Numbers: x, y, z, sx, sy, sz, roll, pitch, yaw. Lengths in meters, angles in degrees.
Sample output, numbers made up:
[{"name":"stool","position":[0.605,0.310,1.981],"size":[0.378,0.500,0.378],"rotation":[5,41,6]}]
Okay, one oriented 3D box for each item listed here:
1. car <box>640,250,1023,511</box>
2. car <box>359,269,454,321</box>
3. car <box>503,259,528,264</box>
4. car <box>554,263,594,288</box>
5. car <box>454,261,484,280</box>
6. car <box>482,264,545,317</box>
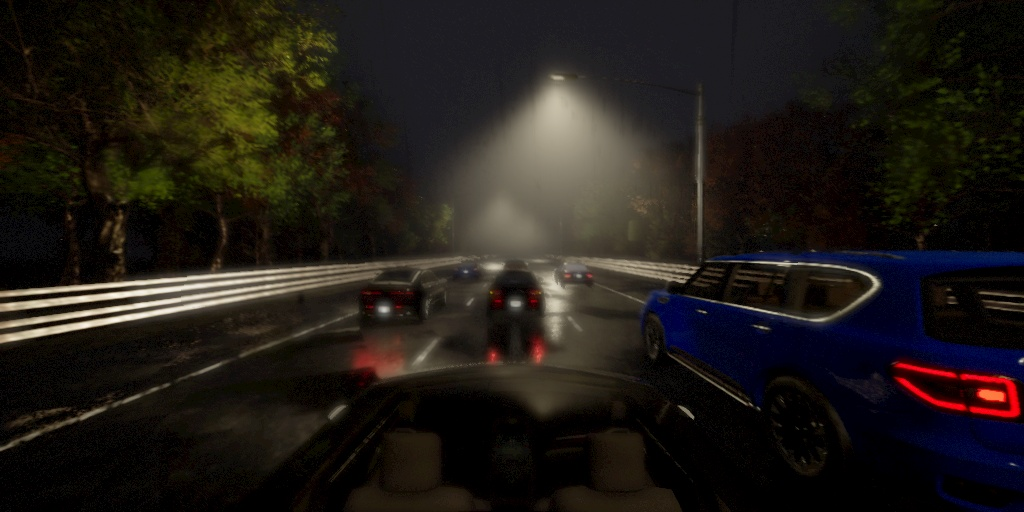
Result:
[{"name":"car","position":[3.557,0.947,4.660],"size":[2.150,2.045,5.566],"rotation":[0,1,1]},{"name":"car","position":[-3.377,1.156,11.946],"size":[1.837,1.490,4.892],"rotation":[0,0,0]},{"name":"car","position":[0.279,0.973,28.469],"size":[1.882,1.535,5.008],"rotation":[0,1,1]},{"name":"car","position":[3.677,1.107,21.899],"size":[2.033,1.411,5.357],"rotation":[0,1,1]},{"name":"car","position":[-3.237,1.070,27.368],"size":[1.994,1.385,4.181],"rotation":[0,1,1]},{"name":"car","position":[0.128,1.173,12.543],"size":[1.812,1.442,4.674],"rotation":[0,1,0]}]
